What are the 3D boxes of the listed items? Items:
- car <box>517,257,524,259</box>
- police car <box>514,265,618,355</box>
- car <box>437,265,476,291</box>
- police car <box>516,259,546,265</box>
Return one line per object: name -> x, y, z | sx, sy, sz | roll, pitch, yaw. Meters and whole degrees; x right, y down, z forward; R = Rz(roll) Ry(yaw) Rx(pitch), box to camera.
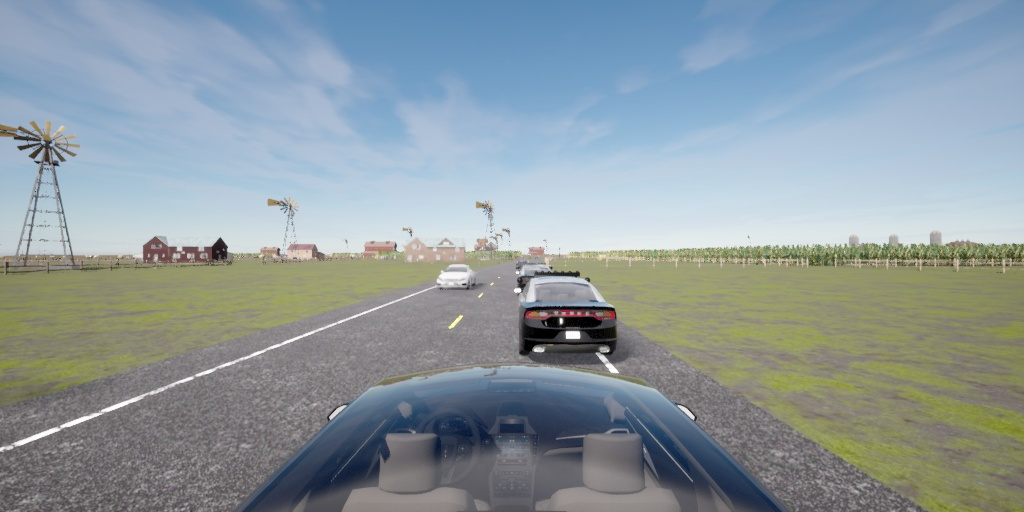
car -> 1.595, 1.200, 53.944 | 2.128, 1.511, 4.902 | 0, 0, 4
police car -> 1.084, 1.174, 8.837 | 1.930, 1.638, 5.238 | 0, 0, 1
car -> -3.334, 1.269, 22.261 | 1.812, 1.442, 4.674 | 0, 0, 1
police car -> 1.226, 1.170, 18.806 | 1.930, 1.638, 5.238 | 0, 0, 1
